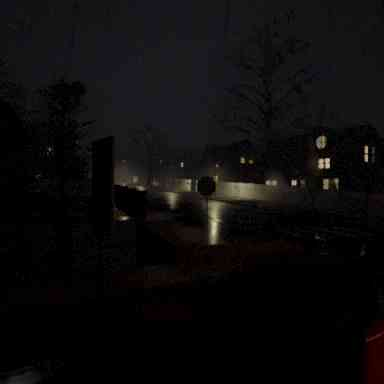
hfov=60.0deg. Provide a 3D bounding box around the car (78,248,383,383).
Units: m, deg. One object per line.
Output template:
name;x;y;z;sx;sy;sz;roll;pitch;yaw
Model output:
car;1.265;1.492;3.843;5.008;1.535;1.882;0;0;-35
